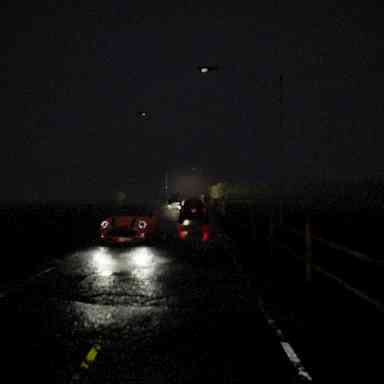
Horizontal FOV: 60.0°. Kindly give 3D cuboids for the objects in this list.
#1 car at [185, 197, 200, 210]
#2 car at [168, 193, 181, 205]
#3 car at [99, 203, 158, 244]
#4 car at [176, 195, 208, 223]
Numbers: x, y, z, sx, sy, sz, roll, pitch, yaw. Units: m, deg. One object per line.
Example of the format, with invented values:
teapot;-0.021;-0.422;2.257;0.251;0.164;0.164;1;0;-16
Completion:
car;0.094;1.482;42.767;1.837;1.490;4.892;0;0;0
car;-2.817;1.194;56.609;2.150;2.045;5.566;0;0;1
car;-2.852;1.342;15.717;2.097;1.767;4.553;0;0;0
car;0.100;1.338;25.356;2.097;1.767;4.553;0;0;0
